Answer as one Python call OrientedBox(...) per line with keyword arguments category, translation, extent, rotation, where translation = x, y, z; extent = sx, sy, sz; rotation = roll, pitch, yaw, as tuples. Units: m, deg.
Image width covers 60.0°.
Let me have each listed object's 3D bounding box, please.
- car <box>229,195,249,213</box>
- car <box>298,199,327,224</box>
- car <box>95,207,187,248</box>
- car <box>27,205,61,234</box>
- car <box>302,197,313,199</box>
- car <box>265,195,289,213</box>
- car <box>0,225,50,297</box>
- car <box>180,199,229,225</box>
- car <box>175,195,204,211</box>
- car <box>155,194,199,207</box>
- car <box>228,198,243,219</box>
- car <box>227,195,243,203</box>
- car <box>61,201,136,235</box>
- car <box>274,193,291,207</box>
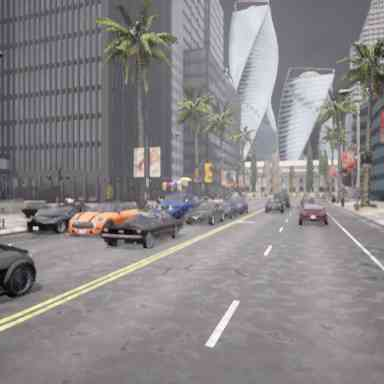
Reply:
OrientedBox(category="car", translation=(4.344, 1.299, 33.476), extent=(2.097, 1.767, 4.553), rotation=(0, 0, 19))
OrientedBox(category="car", translation=(8.765, 1.487, 24.167), extent=(1.812, 1.442, 4.674), rotation=(0, 0, 19))
OrientedBox(category="car", translation=(-2.016, 1.577, 14.828), extent=(1.895, 1.301, 4.718), rotation=(0, 0, 19))
OrientedBox(category="car", translation=(-7.373, 1.482, 19.552), extent=(2.161, 1.482, 4.786), rotation=(0, 0, 18))
OrientedBox(category="car", translation=(16.477, 1.415, 47.472), extent=(2.128, 1.511, 4.902), rotation=(0, 0, 18))
OrientedBox(category="car", translation=(9.051, 1.435, 36.050), extent=(2.128, 1.511, 4.902), rotation=(0, 0, 18))
OrientedBox(category="car", translation=(-4.974, 1.554, 6.087), extent=(1.994, 1.385, 4.181), rotation=(0, 0, 19))
OrientedBox(category="car", translation=(1.028, 1.468, 23.784), extent=(1.837, 1.490, 4.892), rotation=(0, 0, 19))
OrientedBox(category="car", translation=(-0.273, 1.291, 40.302), extent=(2.185, 1.767, 4.553), rotation=(0, 0, 18))
OrientedBox(category="car", translation=(-1.222, 1.177, 28.025), extent=(2.150, 2.045, 5.566), rotation=(0, 0, 19))
OrientedBox(category="car", translation=(2.756, 1.521, 28.546), extent=(1.994, 1.385, 4.181), rotation=(0, 0, 19))
OrientedBox(category="car", translation=(8.857, 1.373, 68.223), extent=(2.231, 1.521, 4.892), rotation=(0, 0, 18))
OrientedBox(category="car", translation=(-4.591, 1.323, 18.121), extent=(2.097, 1.767, 4.553), rotation=(0, 0, 19))
OrientedBox(category="car", translation=(12.648, 1.148, 46.999), extent=(2.150, 2.045, 5.566), rotation=(0, 0, 19))
